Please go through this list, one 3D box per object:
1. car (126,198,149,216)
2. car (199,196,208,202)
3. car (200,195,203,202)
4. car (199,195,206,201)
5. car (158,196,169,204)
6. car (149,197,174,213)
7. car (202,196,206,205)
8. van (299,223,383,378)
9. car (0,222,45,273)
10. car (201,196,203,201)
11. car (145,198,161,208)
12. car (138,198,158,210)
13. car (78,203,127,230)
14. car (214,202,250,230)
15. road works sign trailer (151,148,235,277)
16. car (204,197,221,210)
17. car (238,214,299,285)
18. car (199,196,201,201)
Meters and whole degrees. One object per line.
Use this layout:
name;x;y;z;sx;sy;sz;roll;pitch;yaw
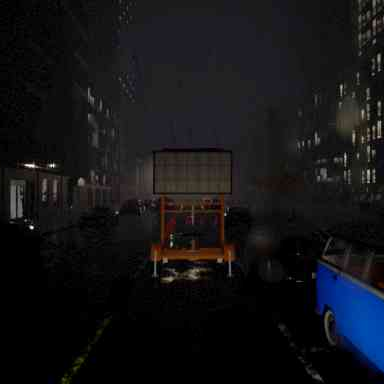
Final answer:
car;-5.680;1.447;32.071;1.967;1.590;4.097;0;0;0
car;2.705;1.594;77.559;1.947;1.339;4.313;0;0;0
car;2.702;1.597;54.804;1.802;1.307;4.206;0;0;0
car;2.707;1.561;89.107;1.752;1.417;4.829;0;0;0
car;-5.677;1.565;66.205;1.887;1.381;4.507;0;0;0
car;-3.091;1.361;36.441;2.097;1.767;4.553;0;0;0
car;2.702;1.451;43.425;1.967;1.590;4.097;0;0;0
van;2.699;1.342;3.604;1.690;1.788;3.998;0;0;0
car;-5.684;1.567;9.314;1.947;1.339;4.313;0;0;0
car;2.702;1.558;49.115;1.887;1.381;4.507;0;0;0
car;-5.679;1.558;49.138;1.887;1.381;4.507;0;0;0
car;-5.680;1.562;43.449;2.008;1.369;4.403;0;0;0
car;-5.682;1.555;20.692;2.008;1.369;4.403;0;0;0
car;2.699;1.555;20.670;2.008;1.369;4.403;0;0;0
road works sign trailer;0.025;0.466;10.256;2.380;3.560;2.880;0;0;0
car;2.700;1.560;37.737;2.008;1.369;4.403;0;0;0
car;2.697;1.552;9.293;2.008;1.369;4.403;0;0;0
car;2.703;1.568;60.493;2.008;1.369;4.403;0;0;0
